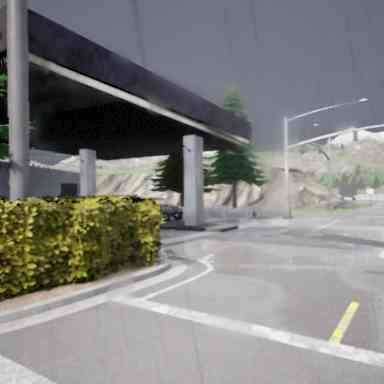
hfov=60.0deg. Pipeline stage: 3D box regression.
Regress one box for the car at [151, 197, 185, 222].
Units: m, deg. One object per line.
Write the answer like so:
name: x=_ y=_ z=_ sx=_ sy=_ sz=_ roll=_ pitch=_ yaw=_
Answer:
car: x=-2.606 y=1.381 z=26.487 sx=3.866 sy=1.878 sz=1.905 roll=-1 pitch=0 yaw=34
